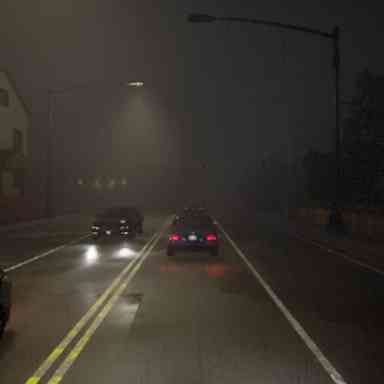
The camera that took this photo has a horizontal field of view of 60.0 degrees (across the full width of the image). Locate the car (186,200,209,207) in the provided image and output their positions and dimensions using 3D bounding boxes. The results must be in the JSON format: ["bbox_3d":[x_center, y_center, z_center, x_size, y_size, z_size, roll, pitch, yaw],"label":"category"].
[{"bbox_3d":[0.536,1.491,31.832,2.033,1.411,5.357,0,0,9],"label":"car"}]

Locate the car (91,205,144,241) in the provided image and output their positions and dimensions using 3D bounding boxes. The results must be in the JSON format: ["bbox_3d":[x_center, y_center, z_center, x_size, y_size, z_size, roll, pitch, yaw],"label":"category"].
[{"bbox_3d":[-3.569,1.472,16.669,1.837,1.490,4.892,0,0,0],"label":"car"}]

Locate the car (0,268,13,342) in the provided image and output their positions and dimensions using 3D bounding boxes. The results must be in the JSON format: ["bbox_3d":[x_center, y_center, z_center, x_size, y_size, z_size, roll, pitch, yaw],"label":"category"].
[{"bbox_3d":[-3.600,1.497,3.054,1.837,1.490,4.892,0,0,0],"label":"car"}]

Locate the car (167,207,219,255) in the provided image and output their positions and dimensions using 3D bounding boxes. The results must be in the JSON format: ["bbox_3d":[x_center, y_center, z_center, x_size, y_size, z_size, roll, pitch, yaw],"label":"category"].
[{"bbox_3d":[0.011,1.523,13.176,2.033,1.411,5.357,0,0,0],"label":"car"}]
